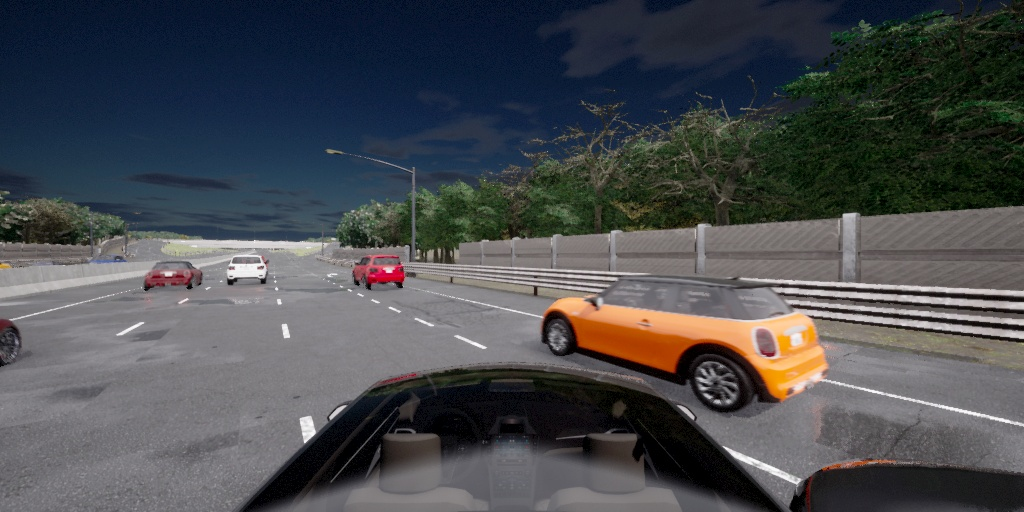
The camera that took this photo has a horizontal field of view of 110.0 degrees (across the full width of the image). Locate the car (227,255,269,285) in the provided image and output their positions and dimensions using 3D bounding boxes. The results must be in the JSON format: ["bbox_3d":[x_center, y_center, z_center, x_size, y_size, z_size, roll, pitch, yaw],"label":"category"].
[{"bbox_3d":[-19.289,0.956,26.244,2.150,2.045,5.566,0,0,-34],"label":"car"}]

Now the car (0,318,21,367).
[{"bbox_3d":[-8.964,1.273,4.706,1.812,1.442,4.674,0,0,-34],"label":"car"}]

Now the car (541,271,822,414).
[{"bbox_3d":[2.537,1.104,6.452,2.097,1.767,4.553,0,0,-34],"label":"car"}]

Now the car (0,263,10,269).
[{"bbox_3d":[-49.626,1.185,33.498,1.882,1.535,5.008,0,0,-33],"label":"car"}]

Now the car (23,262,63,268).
[{"bbox_3d":[-47.277,1.272,36.290,1.994,1.385,4.181,0,0,-33],"label":"car"}]

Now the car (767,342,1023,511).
[{"bbox_3d":[2.984,1.315,0.521,4.181,1.385,1.994,0,0,34],"label":"car"}]

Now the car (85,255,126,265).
[{"bbox_3d":[-45.999,0.926,40.697,2.150,2.045,5.566,0,0,-33],"label":"car"}]

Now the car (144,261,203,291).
[{"bbox_3d":[-20.809,1.088,22.230,2.097,1.767,4.553,0,0,-34],"label":"car"}]

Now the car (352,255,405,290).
[{"bbox_3d":[-8.601,0.967,22.901,2.150,2.045,5.566,0,0,-34],"label":"car"}]

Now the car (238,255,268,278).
[{"bbox_3d":[-25.291,0.946,35.199,2.150,2.045,5.566,0,0,-34],"label":"car"}]
